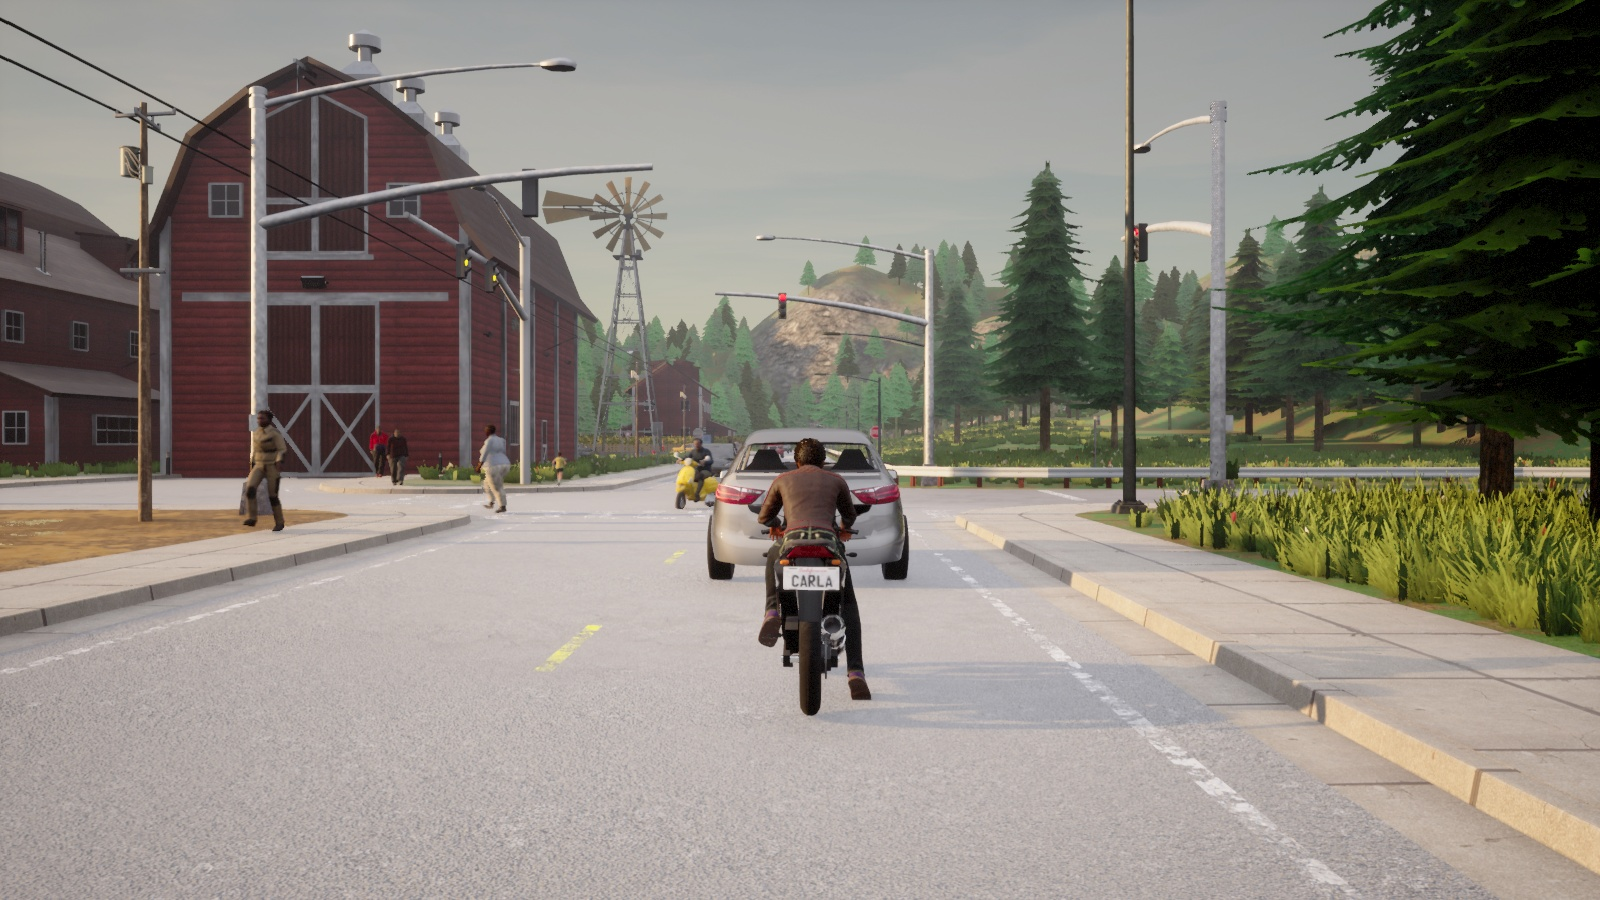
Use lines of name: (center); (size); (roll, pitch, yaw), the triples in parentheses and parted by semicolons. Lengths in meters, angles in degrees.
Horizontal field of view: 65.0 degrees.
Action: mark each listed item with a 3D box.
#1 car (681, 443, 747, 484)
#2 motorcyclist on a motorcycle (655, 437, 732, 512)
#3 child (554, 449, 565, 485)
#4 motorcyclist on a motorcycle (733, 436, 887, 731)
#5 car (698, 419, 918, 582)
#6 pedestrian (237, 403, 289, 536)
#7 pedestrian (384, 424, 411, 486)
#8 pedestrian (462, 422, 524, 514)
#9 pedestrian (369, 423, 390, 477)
car: (-3.211, 0.474, 47.878); (2.163, 1.488, 4.792); (0, 0, 0)
motorcyclist on a motorcycle: (-2.367, 0.525, 28.131); (0.866, 1.590, 1.817); (2, 1, 25)
child: (-7.536, 0.539, 39.364); (0.255, 1.110, 0.394); (0, 0, 5)
motorcyclist on a motorcycle: (0.058, 0.686, 7.516); (0.797, 1.523, 2.044); (0, 0, 0)
car: (0.100, 0.505, 15.143); (2.242, 1.667, 4.611); (0, 0, 1)
pedestrian: (-7.963, 0.284, 18.647); (0.396, 1.930, 0.692); (0, 0, 10)
pedestrian: (-12.124, 0.144, 37.848); (0.634, 1.844, 0.899); (0, 0, -27)
pedestrian: (-6.324, 0.363, 25.894); (0.900, 1.855, 0.874); (0, 0, 21)
pedestrian: (-14.367, 0.004, 42.924); (0.634, 1.844, 0.899); (0, 0, -17)
